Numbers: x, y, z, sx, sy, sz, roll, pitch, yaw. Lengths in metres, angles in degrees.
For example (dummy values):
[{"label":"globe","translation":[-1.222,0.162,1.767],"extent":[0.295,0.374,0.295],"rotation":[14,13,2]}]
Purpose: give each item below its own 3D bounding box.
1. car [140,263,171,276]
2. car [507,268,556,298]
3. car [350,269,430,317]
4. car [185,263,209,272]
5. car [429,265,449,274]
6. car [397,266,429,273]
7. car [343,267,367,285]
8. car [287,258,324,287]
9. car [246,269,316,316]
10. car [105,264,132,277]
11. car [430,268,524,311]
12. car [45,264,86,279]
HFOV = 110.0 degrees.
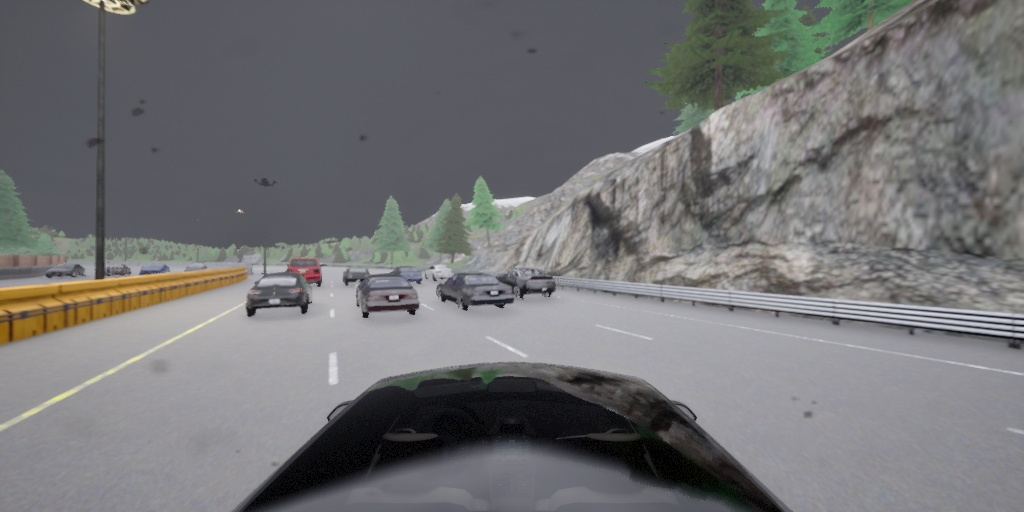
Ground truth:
[{"label":"car","translation":[-40.261,1.551,40.555],"extent":[1.882,1.535,5.008],"rotation":[0,-1,-36]},{"label":"car","translation":[0.428,1.366,18.819],"extent":[2.128,1.511,4.902],"rotation":[0,0,-26]},{"label":"car","translation":[-4.873,1.390,13.723],"extent":[2.033,1.411,5.357],"rotation":[0,0,-26]},{"label":"car","translation":[-37.682,1.614,42.965],"extent":[1.812,1.442,4.674],"rotation":[0,0,-36]},{"label":"car","translation":[-6.676,1.508,32.794],"extent":[1.812,1.442,4.674],"rotation":[0,0,-27]},{"label":"car","translation":[-8.526,1.503,28.721],"extent":[2.033,1.411,5.357],"rotation":[0,0,-27]},{"label":"car","translation":[-12.348,1.558,28.513],"extent":[1.895,1.301,4.718],"rotation":[0,0,-27]},{"label":"car","translation":[-15.257,1.169,26.517],"extent":[2.150,2.045,5.566],"rotation":[0,0,-27]},{"label":"car","translation":[-8.877,1.375,13.946],"extent":[1.812,1.442,4.674],"rotation":[0,-1,-26]},{"label":"car","translation":[-44.147,1.598,39.977],"extent":[1.812,1.442,4.674],"rotation":[0,-1,-36]},{"label":"car","translation":[-1.744,1.399,15.292],"extent":[2.033,1.411,5.357],"rotation":[0,0,-26]},{"label":"car","translation":[-46.853,1.565,37.748],"extent":[1.837,1.490,4.892],"rotation":[0,-1,-36]}]
